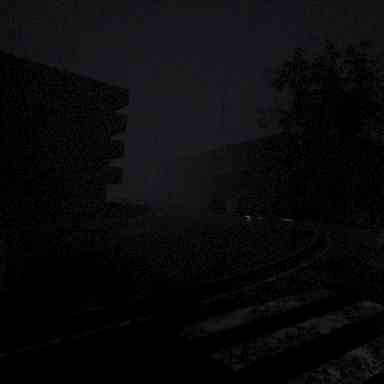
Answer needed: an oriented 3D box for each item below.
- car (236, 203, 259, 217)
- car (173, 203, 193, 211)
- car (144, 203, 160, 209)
[{"bbox_3d":[5.781,2.040,38.194,1.882,1.535,5.008,6,-3,-24],"label":"car"},{"bbox_3d":[-1.522,2.541,53.789,2.128,1.511,4.902,6,-5,-26],"label":"car"},{"bbox_3d":[-8.320,3.235,67.572,2.150,2.045,5.566,6,-6,-26],"label":"car"}]
